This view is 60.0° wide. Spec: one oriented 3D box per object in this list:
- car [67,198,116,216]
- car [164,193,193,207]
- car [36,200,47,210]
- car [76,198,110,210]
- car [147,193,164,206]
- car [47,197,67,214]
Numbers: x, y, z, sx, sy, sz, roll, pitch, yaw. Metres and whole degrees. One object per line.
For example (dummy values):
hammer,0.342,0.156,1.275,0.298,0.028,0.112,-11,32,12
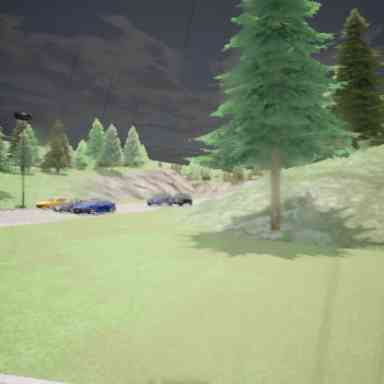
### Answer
car,-9.334,1.424,32.121,1.882,1.535,5.008,0,0,22
car,-1.715,1.181,50.861,2.150,2.045,5.566,0,0,22
car,-16.976,1.408,41.260,1.882,1.535,5.008,0,0,22
car,-12.615,1.493,42.711,1.994,1.385,4.181,0,0,22
car,-4.963,1.234,52.166,2.150,2.045,5.566,0,0,22
car,-12.123,1.433,34.566,2.128,1.511,4.902,0,0,22
